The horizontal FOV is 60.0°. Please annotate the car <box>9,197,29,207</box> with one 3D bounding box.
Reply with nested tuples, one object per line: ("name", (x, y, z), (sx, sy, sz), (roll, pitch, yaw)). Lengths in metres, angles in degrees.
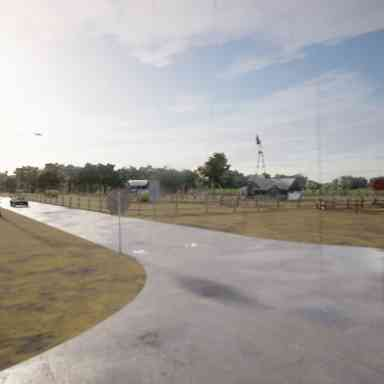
("car", (-24.002, 1.392, 46.115), (1.895, 1.301, 4.718), (-1, 1, -35))
